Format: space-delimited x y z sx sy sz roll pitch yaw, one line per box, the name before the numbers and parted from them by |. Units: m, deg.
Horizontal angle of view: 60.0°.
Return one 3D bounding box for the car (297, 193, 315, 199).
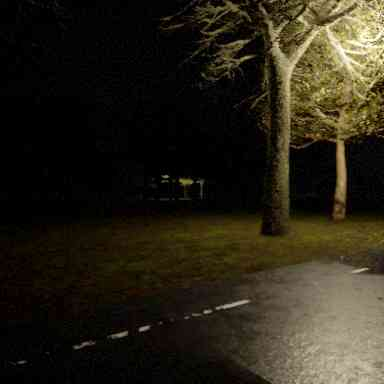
car | 29.617 0.914 86.228 2.097 1.767 4.553 1 -2 -36
